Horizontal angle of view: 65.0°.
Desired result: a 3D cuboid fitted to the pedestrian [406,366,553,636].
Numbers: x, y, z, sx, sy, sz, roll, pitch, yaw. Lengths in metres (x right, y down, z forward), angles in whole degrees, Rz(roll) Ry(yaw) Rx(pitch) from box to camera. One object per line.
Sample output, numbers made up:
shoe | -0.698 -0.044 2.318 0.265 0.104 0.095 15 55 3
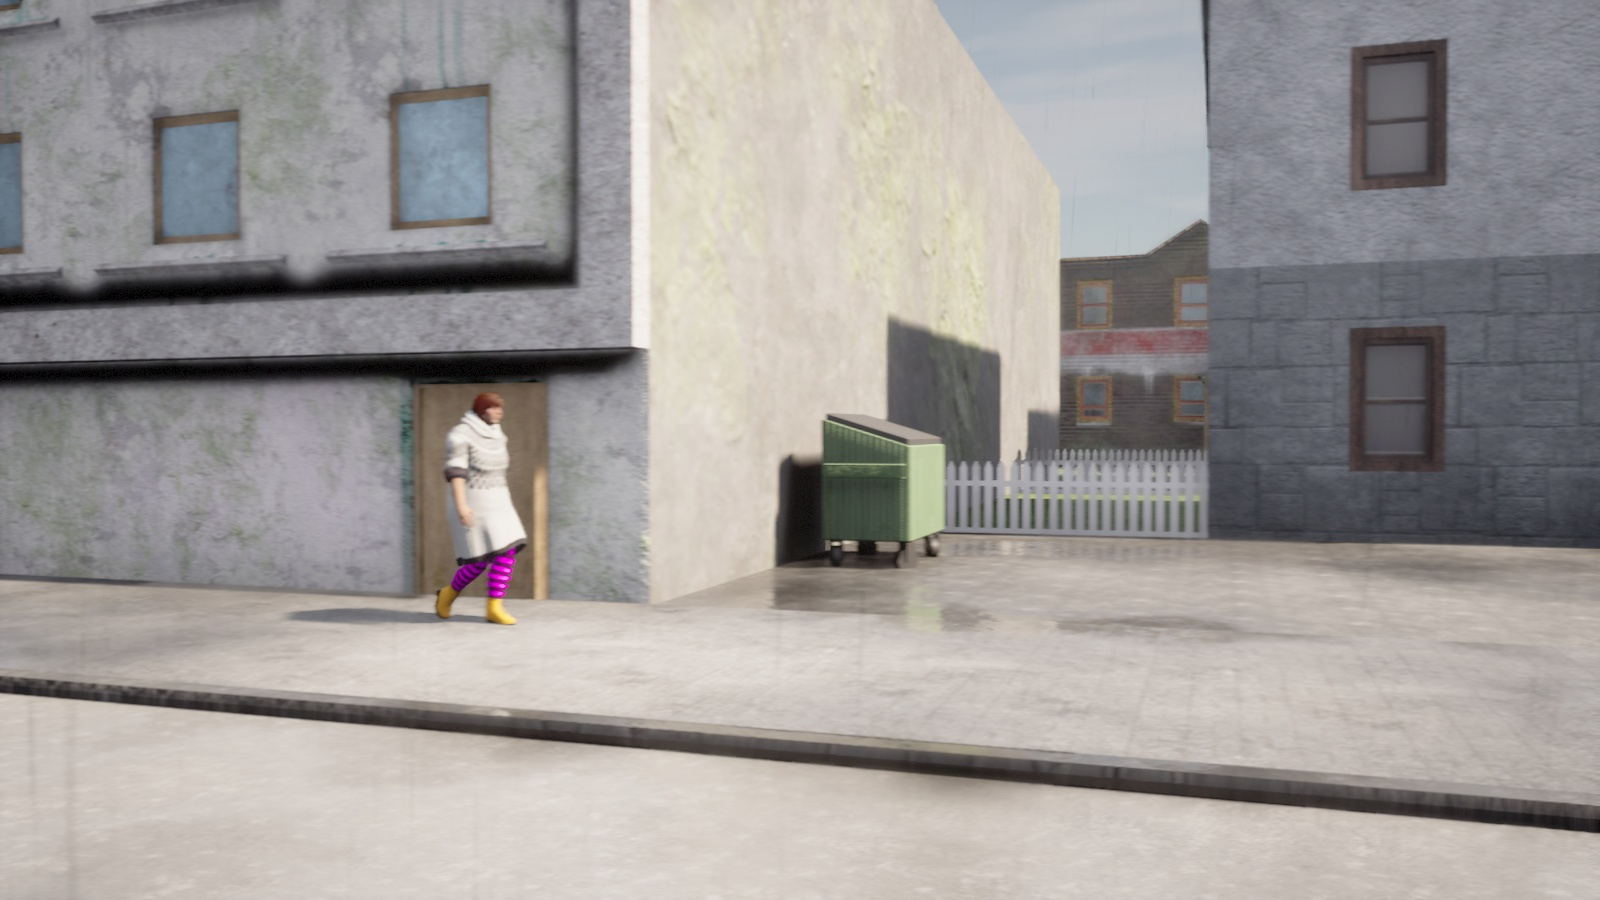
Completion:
pedestrian | -2.444 0.363 9.583 0.873 1.952 0.659 1 1 32
